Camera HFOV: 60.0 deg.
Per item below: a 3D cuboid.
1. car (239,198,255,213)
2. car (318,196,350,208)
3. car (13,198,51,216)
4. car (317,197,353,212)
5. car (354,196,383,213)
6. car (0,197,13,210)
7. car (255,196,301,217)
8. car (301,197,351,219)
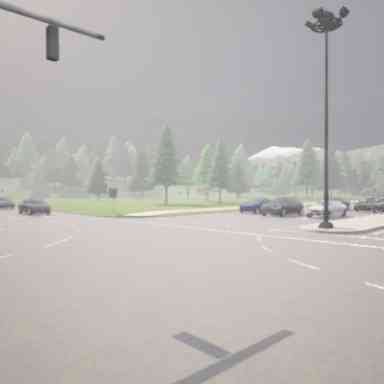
[{"bbox_3d":[6.706,1.318,32.982,5.008,1.535,1.882,0,0,-43],"label":"car"},{"bbox_3d":[19.142,1.324,44.775,5.357,1.411,2.033,0,0,-43],"label":"car"},{"bbox_3d":[-14.940,1.368,31.487,1.837,1.490,4.892,0,1,-43],"label":"car"},{"bbox_3d":[15.953,1.321,36.958,4.892,1.490,1.837,0,0,-43],"label":"car"},{"bbox_3d":[18.438,1.388,34.493,4.181,1.385,1.994,0,0,-43],"label":"car"},{"bbox_3d":[-22.646,1.334,39.767,1.837,1.490,4.892,0,1,-43],"label":"car"},{"bbox_3d":[7.986,1.209,29.369,4.553,1.767,2.097,0,0,-44],"label":"car"},{"bbox_3d":[11.319,1.388,27.710,4.674,1.442,1.812,0,0,-44],"label":"car"}]
